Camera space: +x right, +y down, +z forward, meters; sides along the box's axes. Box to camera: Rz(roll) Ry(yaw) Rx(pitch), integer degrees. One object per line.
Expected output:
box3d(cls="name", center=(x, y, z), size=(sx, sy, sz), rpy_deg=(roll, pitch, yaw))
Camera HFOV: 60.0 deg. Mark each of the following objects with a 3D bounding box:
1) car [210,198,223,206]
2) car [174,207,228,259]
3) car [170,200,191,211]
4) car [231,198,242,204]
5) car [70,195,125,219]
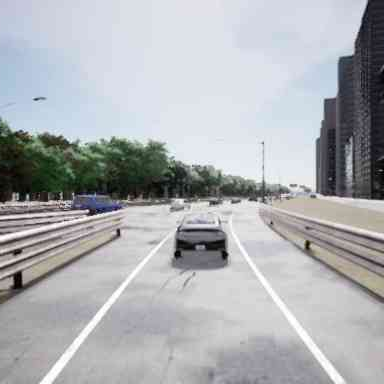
box3d(cls="car", center=(4.824, 1.984, 65.655), size=(1.837, 1.490, 4.892), rpy_deg=(0, -1, 19))
box3d(cls="car", center=(0.388, 1.565, 13.021), size=(2.128, 1.511, 4.902), rpy_deg=(0, 0, 3))
box3d(cls="car", center=(-1.600, 1.833, 46.706), size=(1.812, 1.442, 4.674), rpy_deg=(0, -1, 19))
box3d(cls="car", center=(11.396, 2.274, 85.108), size=(1.994, 1.385, 4.181), rpy_deg=(0, -1, 19))
box3d(cls="car", center=(-7.874, 1.313, 28.116), size=(2.150, 2.045, 5.566), rpy_deg=(0, -1, 19))
